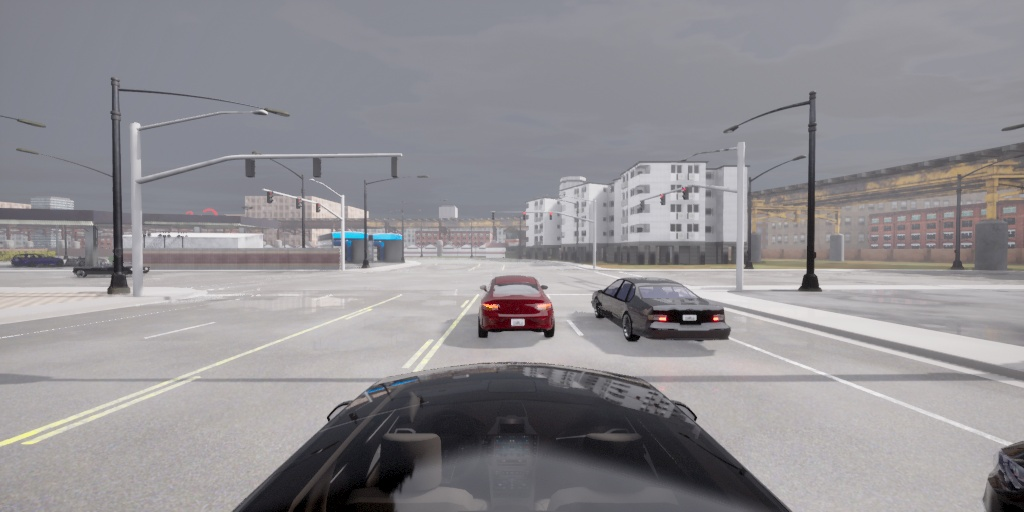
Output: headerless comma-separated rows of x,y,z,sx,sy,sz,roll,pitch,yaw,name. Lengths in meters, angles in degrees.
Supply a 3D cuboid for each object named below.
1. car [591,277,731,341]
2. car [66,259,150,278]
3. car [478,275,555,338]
3.578,1.283,9.743,2.033,1.411,5.357,0,0,0,car
-33.740,1.136,30.202,4.718,1.301,1.895,0,1,-1,car
0.067,1.256,10.026,1.812,1.442,4.674,0,0,-1,car
